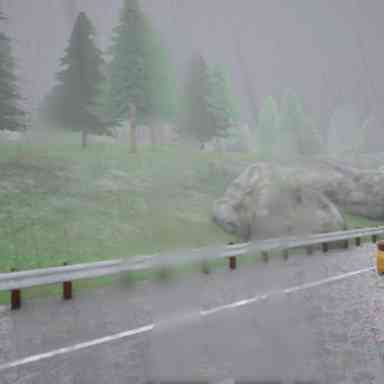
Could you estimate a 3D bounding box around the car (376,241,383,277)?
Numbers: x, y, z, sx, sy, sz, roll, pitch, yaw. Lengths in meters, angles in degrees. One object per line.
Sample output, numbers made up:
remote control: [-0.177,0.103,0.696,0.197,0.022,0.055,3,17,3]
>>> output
car: [6.686,1.478,8.517,5.008,1.535,1.882,0,0,-36]
